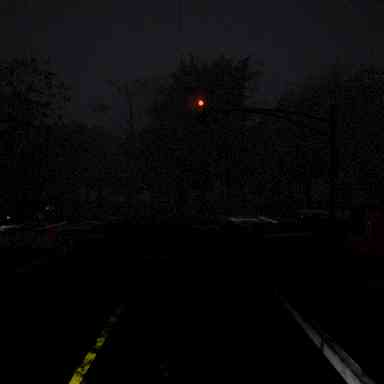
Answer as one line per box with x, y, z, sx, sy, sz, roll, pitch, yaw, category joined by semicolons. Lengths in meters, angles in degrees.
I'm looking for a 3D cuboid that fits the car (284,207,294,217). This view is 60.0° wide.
10.710;1.651;29.596;4.718;1.301;1.895;0;0;0;car

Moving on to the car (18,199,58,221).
-13.124;1.310;26.263;4.553;1.767;2.097;0;0;0;car

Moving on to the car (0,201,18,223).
-14.896;1.472;22.807;4.674;1.442;1.812;0;0;0;car

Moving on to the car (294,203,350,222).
10.908;1.648;26.338;4.718;1.301;1.895;0;0;-1;car
